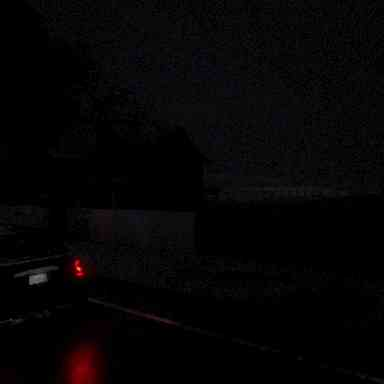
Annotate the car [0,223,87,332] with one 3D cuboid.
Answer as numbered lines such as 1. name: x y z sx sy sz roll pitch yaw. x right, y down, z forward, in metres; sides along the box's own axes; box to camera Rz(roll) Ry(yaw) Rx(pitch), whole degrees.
1. car: -4.172 1.423 6.538 4.553 1.767 2.097 -1 0 36
